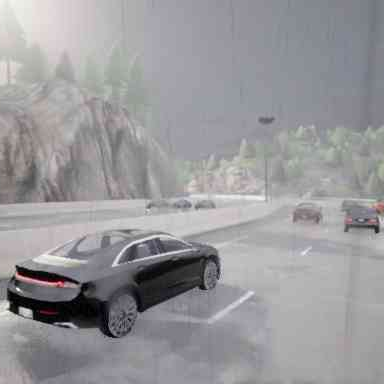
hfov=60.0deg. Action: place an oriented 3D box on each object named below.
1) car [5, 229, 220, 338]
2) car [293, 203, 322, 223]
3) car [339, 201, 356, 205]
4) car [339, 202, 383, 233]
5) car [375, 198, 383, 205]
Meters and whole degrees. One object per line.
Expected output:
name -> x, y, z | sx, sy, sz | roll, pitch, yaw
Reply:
car -> -1.107, 1.509, 6.809 | 2.128, 1.511, 4.902 | 0, 0, 31
car -> 9.040, 1.591, 25.954 | 1.812, 1.442, 4.674 | 0, 0, 25
car -> 16.964, 1.636, 35.761 | 2.033, 1.411, 5.357 | 0, 0, 20
car -> 10.305, 1.597, 20.353 | 2.033, 1.411, 5.357 | 0, 0, 26
car -> 20.631, 1.439, 35.724 | 2.097, 1.767, 4.553 | 0, 0, 21
